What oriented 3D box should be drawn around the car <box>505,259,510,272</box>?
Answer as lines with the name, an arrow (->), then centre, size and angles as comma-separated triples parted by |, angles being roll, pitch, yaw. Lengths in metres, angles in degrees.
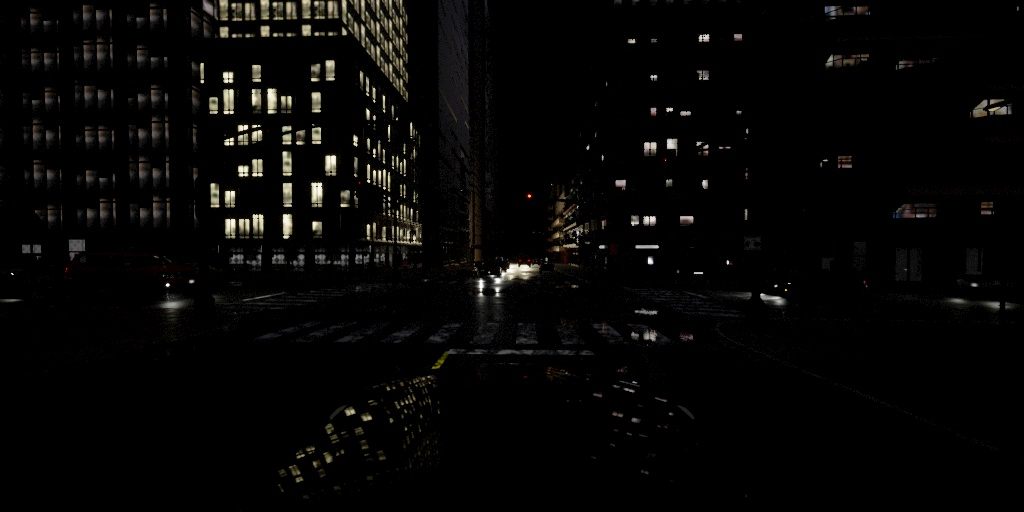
car -> -1.635, 1.303, 44.650 | 1.994, 1.385, 4.181 | 0, 0, 2

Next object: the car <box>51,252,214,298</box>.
car -> -18.152, 0.847, 17.356 | 5.566, 2.045, 2.150 | 1, 1, 3

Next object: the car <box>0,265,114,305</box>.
car -> -19.869, 1.205, 14.893 | 4.403, 1.370, 2.007 | 0, 0, 3

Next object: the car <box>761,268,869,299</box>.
car -> 15.981, 1.425, 18.905 | 4.181, 1.385, 1.994 | 0, 1, 3

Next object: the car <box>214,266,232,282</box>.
car -> -20.961, 1.030, 23.269 | 4.829, 1.417, 1.751 | 0, 0, 3

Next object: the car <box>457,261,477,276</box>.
car -> -4.505, 1.266, 36.856 | 1.751, 1.417, 4.829 | 0, 0, 2

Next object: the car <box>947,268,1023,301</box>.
car -> 26.672, 1.171, 18.378 | 5.566, 2.045, 2.150 | 0, 1, 3

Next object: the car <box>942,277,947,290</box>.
car -> 28.028, 1.462, 20.921 | 4.507, 1.381, 1.888 | 0, 0, 3

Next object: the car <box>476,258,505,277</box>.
car -> -1.984, 1.246, 34.753 | 1.837, 1.490, 4.892 | 0, 0, 2

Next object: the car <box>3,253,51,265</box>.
car -> -32.893, 0.713, 23.886 | 5.009, 1.841, 2.192 | 0, 0, 3

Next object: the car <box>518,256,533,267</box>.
car -> 2.208, 0.957, 63.500 | 2.150, 2.045, 5.566 | 0, 0, 2

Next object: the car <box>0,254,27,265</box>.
car -> -27.860, 0.893, 17.830 | 4.553, 1.767, 2.097 | 0, 1, 3

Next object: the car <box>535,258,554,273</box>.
car -> 4.071, 1.290, 42.388 | 2.007, 1.370, 4.403 | 0, 0, 2
